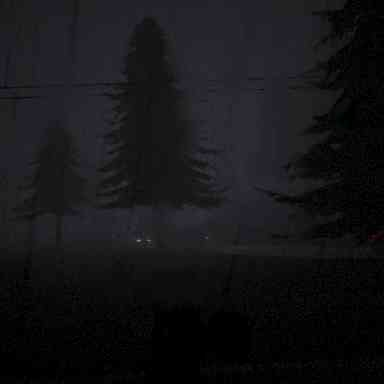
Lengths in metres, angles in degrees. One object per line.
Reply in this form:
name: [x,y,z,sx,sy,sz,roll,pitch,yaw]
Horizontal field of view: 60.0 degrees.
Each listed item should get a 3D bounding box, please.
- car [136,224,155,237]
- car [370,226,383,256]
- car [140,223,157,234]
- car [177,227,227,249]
car: [-6.310,5.206,43.961,1.994,1.385,4.181,-3,-4,-8]
car: [10.506,1.865,14.827,4.553,1.767,2.097,-6,-5,35]
car: [-7.133,5.996,54.821,1.837,1.490,4.892,-4,-4,4]
car: [0.571,3.342,24.640,1.812,1.442,4.674,-1,-5,-34]
